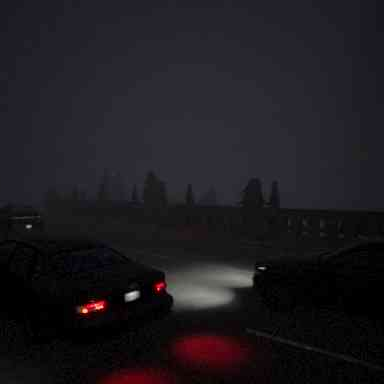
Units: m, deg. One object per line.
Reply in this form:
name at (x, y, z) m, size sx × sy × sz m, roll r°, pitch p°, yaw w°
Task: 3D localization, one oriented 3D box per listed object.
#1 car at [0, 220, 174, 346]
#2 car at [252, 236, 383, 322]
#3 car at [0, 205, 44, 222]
car at (-2.789, 1.533, 6.387) m, size 5.357 × 1.411 × 2.033 m, roll 0°, pitch 0°, yaw 40°
car at (3.402, 1.541, 5.997) m, size 4.674 × 1.442 × 1.812 m, roll 0°, pitch 0°, yaw 36°
car at (-9.495, 1.439, 17.813) m, size 2.128 × 1.511 × 4.902 m, roll 0°, pitch 0°, yaw -42°
